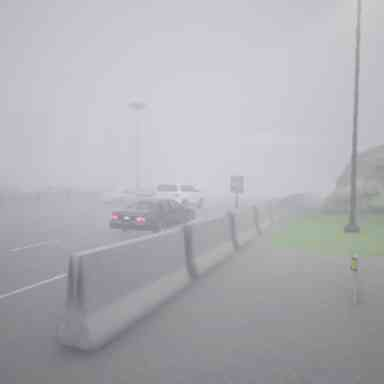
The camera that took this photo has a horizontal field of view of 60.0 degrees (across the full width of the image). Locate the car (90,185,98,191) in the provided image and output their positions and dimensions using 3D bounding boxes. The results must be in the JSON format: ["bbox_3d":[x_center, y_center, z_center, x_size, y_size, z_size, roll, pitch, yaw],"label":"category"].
[{"bbox_3d":[-14.507,-0.320,56.677,1.837,1.490,4.892,2,3,24],"label":"car"}]

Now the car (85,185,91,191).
[{"bbox_3d":[-17.607,-0.405,58.300,1.837,1.490,4.892,2,1,24],"label":"car"}]

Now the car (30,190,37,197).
[{"bbox_3d":[-17.569,-0.013,40.647,1.837,1.490,4.892,2,1,23],"label":"car"}]

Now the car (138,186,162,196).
[{"bbox_3d":[-7.045,-0.163,56.307,1.837,1.490,4.892,2,1,24],"label":"car"}]

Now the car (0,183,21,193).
[{"bbox_3d":[-24.379,-0.326,42.484,2.097,1.767,4.553,2,2,23],"label":"car"}]

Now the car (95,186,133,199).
[{"bbox_3d":[-6.431,0.450,30.654,1.812,1.442,4.674,2,1,23],"label":"car"}]

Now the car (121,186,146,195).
[{"bbox_3d":[-10.144,-0.252,57.905,1.837,1.490,4.892,2,1,23],"label":"car"}]

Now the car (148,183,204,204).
[{"bbox_3d":[-0.872,0.356,25.830,2.150,2.045,5.566,2,1,23],"label":"car"}]

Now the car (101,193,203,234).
[{"bbox_3d":[-1.560,1.000,15.329,2.033,1.411,5.357,1,2,23],"label":"car"}]

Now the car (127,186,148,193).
[{"bbox_3d":[-11.721,-0.581,72.048,2.128,1.511,4.902,2,1,23],"label":"car"}]

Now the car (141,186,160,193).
[{"bbox_3d":[-8.745,-0.498,70.105,1.837,1.490,4.892,2,1,23],"label":"car"}]

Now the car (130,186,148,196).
[{"bbox_3d":[-3.078,0.483,29.593,1.882,1.535,5.008,2,1,23],"label":"car"}]

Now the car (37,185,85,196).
[{"bbox_3d":[-14.889,0.118,38.035,1.812,1.442,4.674,2,2,23],"label":"car"}]

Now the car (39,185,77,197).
[{"bbox_3d":[-18.745,-0.193,46.697,2.128,1.511,4.902,2,1,24],"label":"car"}]
